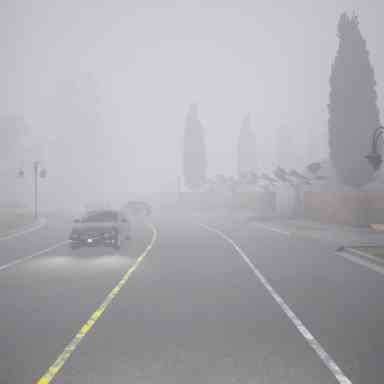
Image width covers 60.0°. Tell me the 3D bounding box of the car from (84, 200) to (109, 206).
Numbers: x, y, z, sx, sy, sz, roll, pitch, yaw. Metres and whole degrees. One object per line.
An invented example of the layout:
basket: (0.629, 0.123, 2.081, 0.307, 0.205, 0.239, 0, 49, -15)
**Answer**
car: (-12.017, 1.714, 42.075, 4.181, 1.385, 1.994, -1, -1, 44)

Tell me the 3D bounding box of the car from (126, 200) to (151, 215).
car: (-5.716, 1.570, 33.778, 1.837, 1.490, 4.892, 0, 0, -29)

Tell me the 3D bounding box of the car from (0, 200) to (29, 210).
car: (-25.013, 1.826, 46.660, 4.181, 1.385, 1.994, -1, -1, 24)

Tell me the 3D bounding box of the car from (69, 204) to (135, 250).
car: (-3.819, 1.506, 14.443, 1.837, 1.490, 4.892, 0, 0, -3)
